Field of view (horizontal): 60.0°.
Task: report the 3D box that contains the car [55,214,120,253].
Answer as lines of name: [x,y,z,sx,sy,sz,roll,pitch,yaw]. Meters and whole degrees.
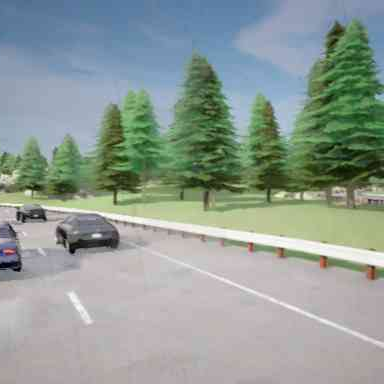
car: [-4.588,1.620,14.210,1.994,1.385,4.181,-1,0,-30]

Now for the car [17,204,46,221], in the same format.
car: [-13.689,1.725,28.296,1.812,1.442,4.674,-1,0,-35]

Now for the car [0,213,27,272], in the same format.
car: [-6.496,1.644,10.544,2.033,1.411,5.357,-1,0,-30]
